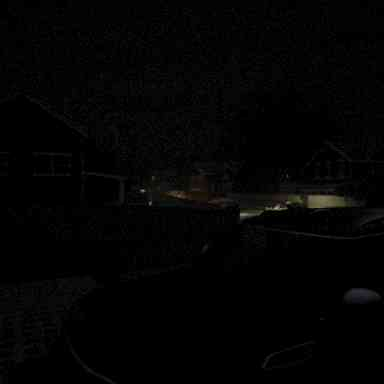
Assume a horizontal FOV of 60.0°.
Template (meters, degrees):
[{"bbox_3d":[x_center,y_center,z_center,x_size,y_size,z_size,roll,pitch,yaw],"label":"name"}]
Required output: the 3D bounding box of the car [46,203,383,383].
[{"bbox_3d":[1.412,1.236,3.667,5.566,2.045,2.150,0,0,-27],"label":"car"}]

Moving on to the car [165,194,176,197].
[{"bbox_3d":[-3.295,1.034,51.491,1.895,1.301,4.718,0,1,-22],"label":"car"}]

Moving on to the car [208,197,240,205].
[{"bbox_3d":[3.071,1.221,32.692,2.033,1.411,5.357,0,1,-15],"label":"car"}]

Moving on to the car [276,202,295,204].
[{"bbox_3d":[6.180,1.357,20.585,2.033,1.411,5.357,0,1,-14],"label":"car"}]
